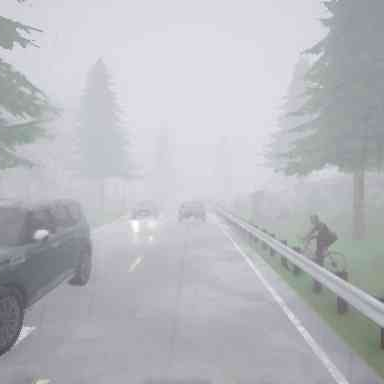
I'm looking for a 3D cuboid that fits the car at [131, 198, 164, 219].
[{"bbox_3d":[-3.635,1.403,26.823,1.994,1.385,4.181,0,0,-1],"label":"car"}]

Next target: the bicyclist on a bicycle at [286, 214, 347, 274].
[{"bbox_3d":[3.330,1.430,8.810,1.656,1.620,0.582,4,1,0],"label":"bicyclist on a bicycle"}]

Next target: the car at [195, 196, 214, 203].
[{"bbox_3d":[1.526,1.241,44.813,1.812,1.442,4.674,0,0,23],"label":"car"}]

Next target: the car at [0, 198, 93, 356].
[{"bbox_3d":[-3.585,1.179,6.316,2.150,2.045,5.566,0,0,0],"label":"car"}]

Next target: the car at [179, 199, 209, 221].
[{"bbox_3d":[-0.016,1.438,25.397,1.895,1.301,4.718,0,0,-1],"label":"car"}]

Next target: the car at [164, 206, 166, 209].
[{"bbox_3d":[-3.839,1.309,33.916,1.812,1.442,4.674,0,1,-1],"label":"car"}]
